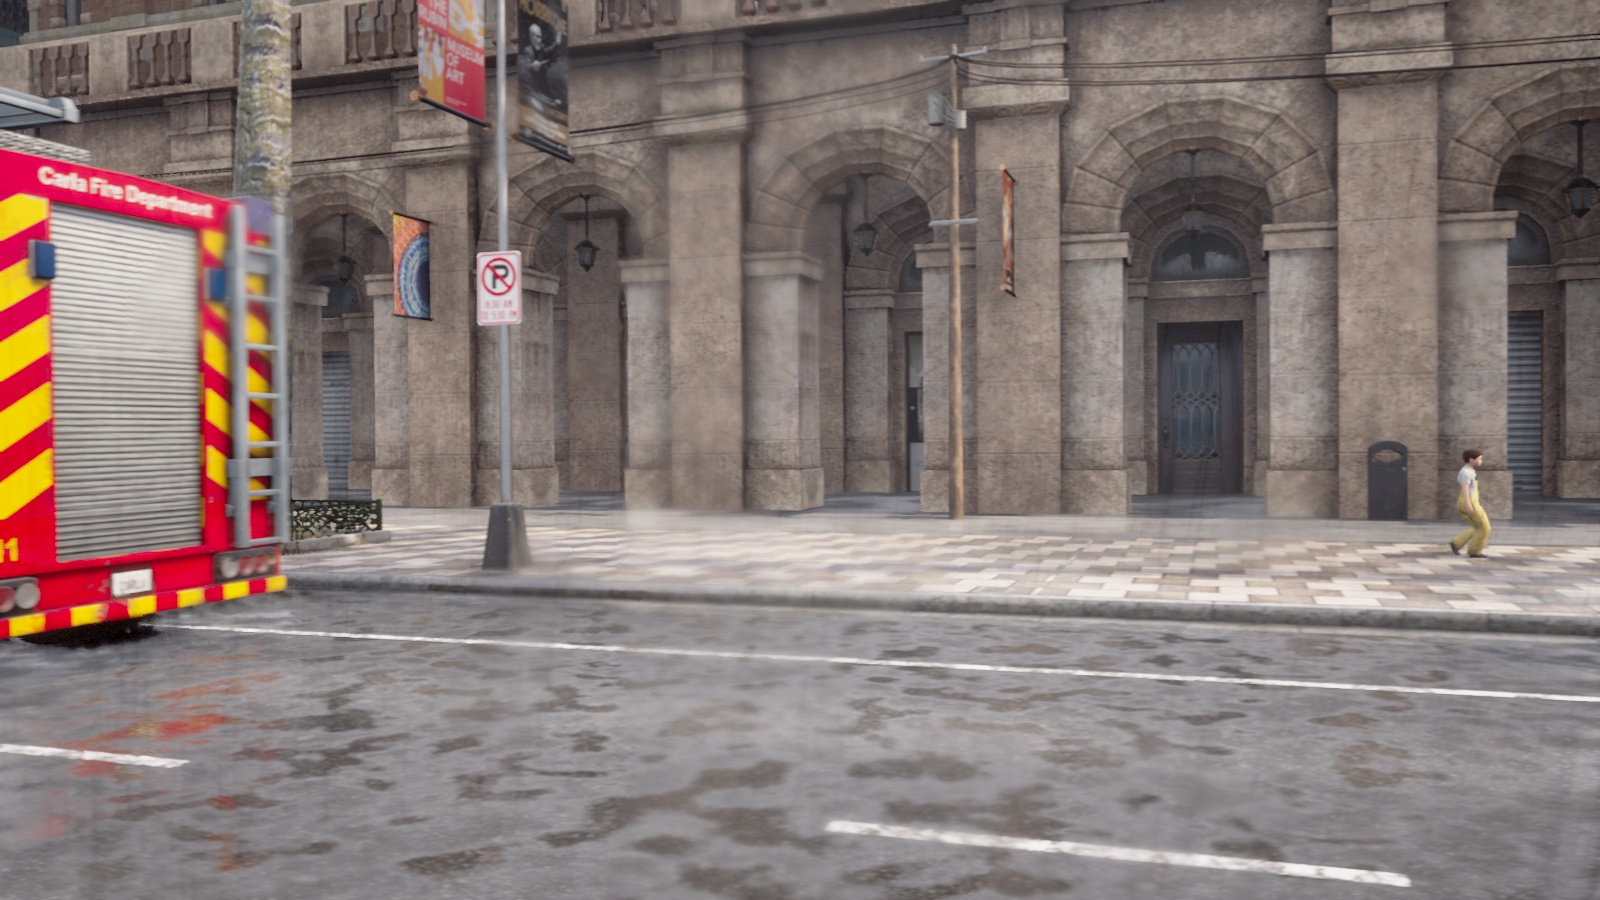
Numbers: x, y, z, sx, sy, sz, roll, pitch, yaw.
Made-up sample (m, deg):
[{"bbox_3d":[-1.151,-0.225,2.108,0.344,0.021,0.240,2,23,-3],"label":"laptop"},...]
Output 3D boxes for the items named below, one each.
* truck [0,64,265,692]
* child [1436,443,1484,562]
[{"bbox_3d":[-8.653,-0.464,9.729,8.468,3.827,2.891,0,1,18],"label":"truck"},{"bbox_3d":[7.173,0.563,13.652,0.437,1.263,0.270,0,1,24],"label":"child"}]
